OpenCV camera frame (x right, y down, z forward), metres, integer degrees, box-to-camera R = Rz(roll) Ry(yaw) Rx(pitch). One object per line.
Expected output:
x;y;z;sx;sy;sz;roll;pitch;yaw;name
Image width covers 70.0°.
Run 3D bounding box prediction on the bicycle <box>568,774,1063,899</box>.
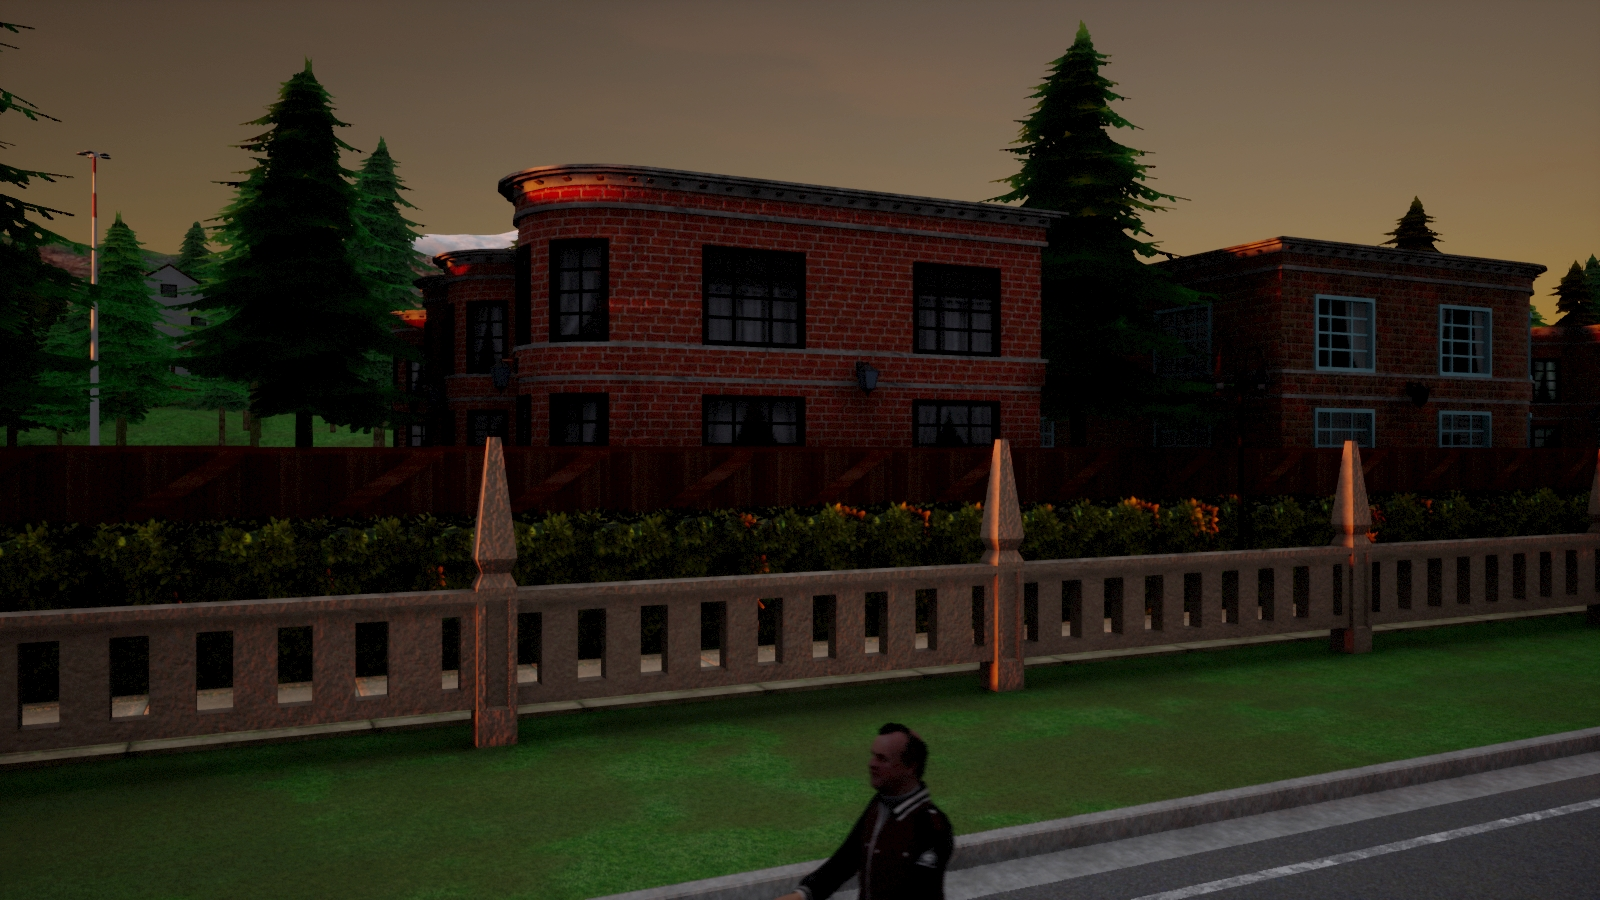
0.105;2.060;4.147;1.835;1.471;0.329;0;0;-25;bicycle
